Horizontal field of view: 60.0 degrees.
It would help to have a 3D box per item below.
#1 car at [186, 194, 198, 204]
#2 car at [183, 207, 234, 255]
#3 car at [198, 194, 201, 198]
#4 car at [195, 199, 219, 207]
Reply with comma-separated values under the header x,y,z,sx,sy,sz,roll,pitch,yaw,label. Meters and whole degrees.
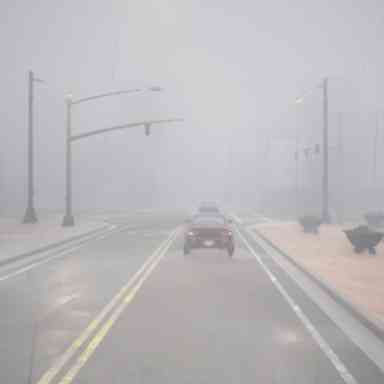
x,y,z,sx,sy,sz,roll,pitch,yaw,label
-0.183,1.634,69.248,1.812,1.442,4.674,0,0,3,car
0.668,1.550,13.413,1.812,1.442,4.674,0,0,3,car
0.577,1.608,84.822,1.882,1.535,5.008,0,0,3,car
1.468,1.602,29.647,1.812,1.442,4.674,0,0,3,car
